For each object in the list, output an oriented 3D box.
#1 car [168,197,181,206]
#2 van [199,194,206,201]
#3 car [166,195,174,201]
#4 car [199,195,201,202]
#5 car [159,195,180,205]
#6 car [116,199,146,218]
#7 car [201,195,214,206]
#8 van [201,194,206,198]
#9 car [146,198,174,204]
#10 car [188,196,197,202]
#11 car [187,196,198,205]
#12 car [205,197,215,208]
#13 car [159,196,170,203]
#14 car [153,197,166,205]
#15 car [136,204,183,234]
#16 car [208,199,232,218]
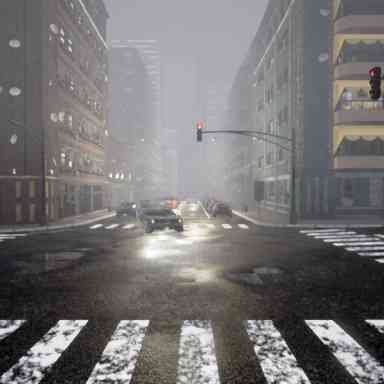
[{"bbox_3d":[-2.967,1.563,57.819,2.033,1.411,5.357,0,0,0],"label":"car"},{"bbox_3d":[2.730,1.377,85.584,1.690,1.788,3.998,-1,0,0],"label":"van"},{"bbox_3d":[-5.649,1.561,85.431,1.752,1.417,4.829,0,0,0],"label":"car"},{"bbox_3d":[2.717,1.581,57.967,1.947,1.339,4.313,0,0,0],"label":"car"},{"bbox_3d":[-3.041,1.359,45.110,2.097,1.767,4.553,0,0,0],"label":"car"},{"bbox_3d":[-5.679,1.568,30.366,1.947,1.339,4.313,0,0,0],"label":"car"},{"bbox_3d":[2.711,1.553,46.919,1.887,1.381,4.507,0,0,0],"label":"car"},{"bbox_3d":[2.712,1.353,52.443,1.690,1.788,3.998,0,0,0],"label":"van"},{"bbox_3d":[-3.077,1.567,32.070,1.994,1.385,4.181,0,0,0],"label":"car"},{"bbox_3d":[0.040,1.450,69.842,1.895,1.301,4.718,0,0,0],"label":"car"},{"bbox_3d":[0.034,1.542,59.806,1.812,1.442,4.674,0,0,0],"label":"car"},{"bbox_3d":[2.705,1.570,35.873,1.947,1.339,4.313,0,0,0],"label":"car"},{"bbox_3d":[-5.657,1.604,69.030,1.802,1.307,4.206,0,0,0],"label":"car"},{"bbox_3d":[-5.664,1.560,57.984,1.887,1.381,4.507,0,0,0],"label":"car"},{"bbox_3d":[-1.903,1.600,19.381,1.895,1.301,4.718,0,0,-16],"label":"car"},{"bbox_3d":[2.702,1.584,30.349,1.802,1.307,4.206,0,0,0],"label":"car"}]
